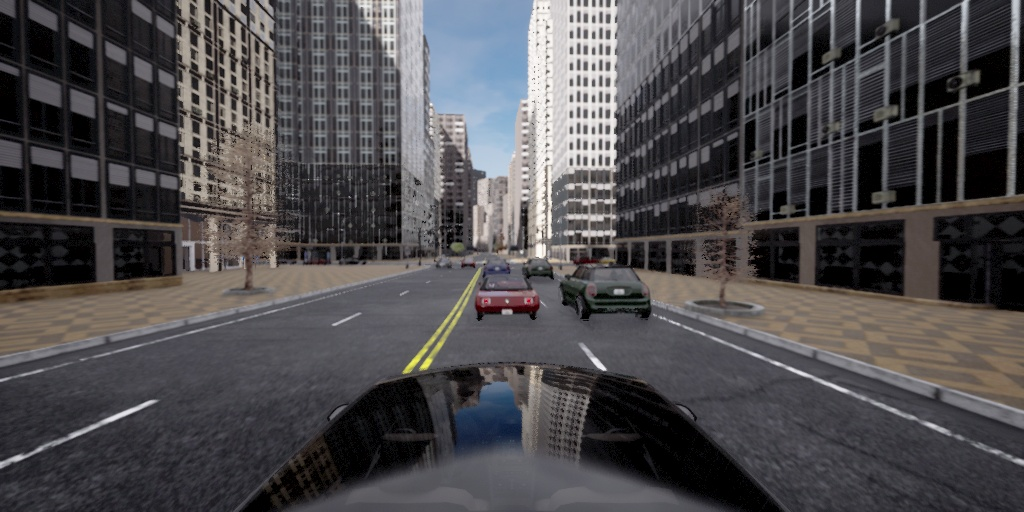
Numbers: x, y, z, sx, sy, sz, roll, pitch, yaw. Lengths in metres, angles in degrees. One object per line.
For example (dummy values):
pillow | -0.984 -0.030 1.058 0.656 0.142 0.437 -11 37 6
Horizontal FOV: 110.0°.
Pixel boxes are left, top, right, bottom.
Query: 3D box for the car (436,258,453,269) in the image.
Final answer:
car | -9.135 0.958 48.530 2.128 1.511 4.902 0 0 -3

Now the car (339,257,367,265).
car | -26.032 0.880 58.826 4.313 1.339 1.948 0 0 -3

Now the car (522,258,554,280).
car | 2.015 0.923 29.057 2.097 1.767 4.553 0 1 -4

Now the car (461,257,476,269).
car | -5.904 0.930 48.955 1.882 1.535 5.008 0 0 -3

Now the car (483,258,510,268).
car | -1.233 0.933 28.920 2.097 1.767 4.553 0 1 -4

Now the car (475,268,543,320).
car | -0.235 1.285 12.376 1.895 1.301 4.718 0 0 -3

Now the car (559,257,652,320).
car | 2.987 1.028 12.454 2.097 1.767 4.553 0 0 -3
